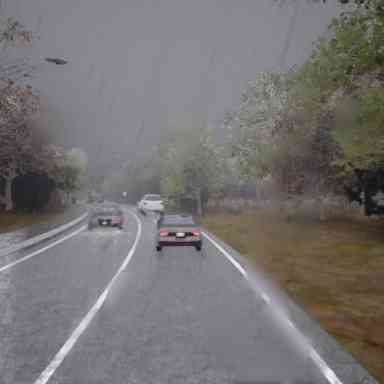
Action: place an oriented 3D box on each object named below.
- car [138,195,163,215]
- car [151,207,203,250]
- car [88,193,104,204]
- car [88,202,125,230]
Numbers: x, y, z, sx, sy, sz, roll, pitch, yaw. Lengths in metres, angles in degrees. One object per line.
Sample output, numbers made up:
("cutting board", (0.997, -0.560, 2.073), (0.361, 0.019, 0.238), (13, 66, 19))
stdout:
("car", (-4.407, 1.305, 35.132), (2.150, 2.045, 5.566), (1, 0, -14))
("car", (-0.679, 1.591, 14.551), (2.033, 1.411, 5.357), (0, 0, -6))
("car", (-17.364, 1.134, 60.022), (2.150, 2.045, 5.566), (2, -1, -23))
("car", (-5.263, 1.582, 20.883), (1.994, 1.385, 4.181), (1, 0, -9))
